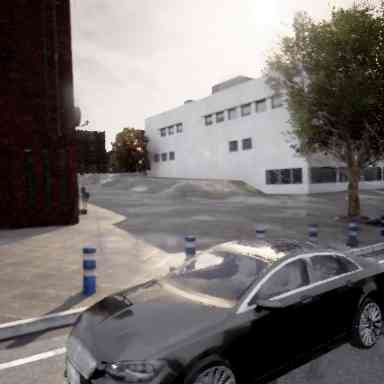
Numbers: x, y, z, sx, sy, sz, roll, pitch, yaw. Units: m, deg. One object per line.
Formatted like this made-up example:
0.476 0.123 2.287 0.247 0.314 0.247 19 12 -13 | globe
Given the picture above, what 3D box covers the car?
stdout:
0.859 1.479 4.604 4.902 1.511 2.128 -1 0 -35 | car
